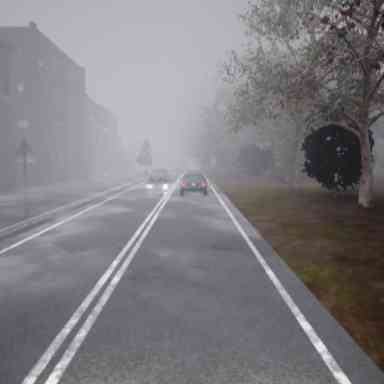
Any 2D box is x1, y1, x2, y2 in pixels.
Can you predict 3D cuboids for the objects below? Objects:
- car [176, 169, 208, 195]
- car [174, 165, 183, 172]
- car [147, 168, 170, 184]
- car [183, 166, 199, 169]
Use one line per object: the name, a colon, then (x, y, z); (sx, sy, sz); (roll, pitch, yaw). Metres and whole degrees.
car: (0.116, -0.653, 23.285); (2.033, 1.411, 5.357); (0, 6, 0)
car: (-2.968, -5.309, 74.050); (2.097, 1.767, 4.553); (0, 5, 0)
car: (-3.284, -1.659, 33.321); (1.837, 1.490, 4.892); (0, 6, 0)
car: (0.194, -2.520, 42.441); (1.882, 1.535, 5.008); (0, 5, 0)
